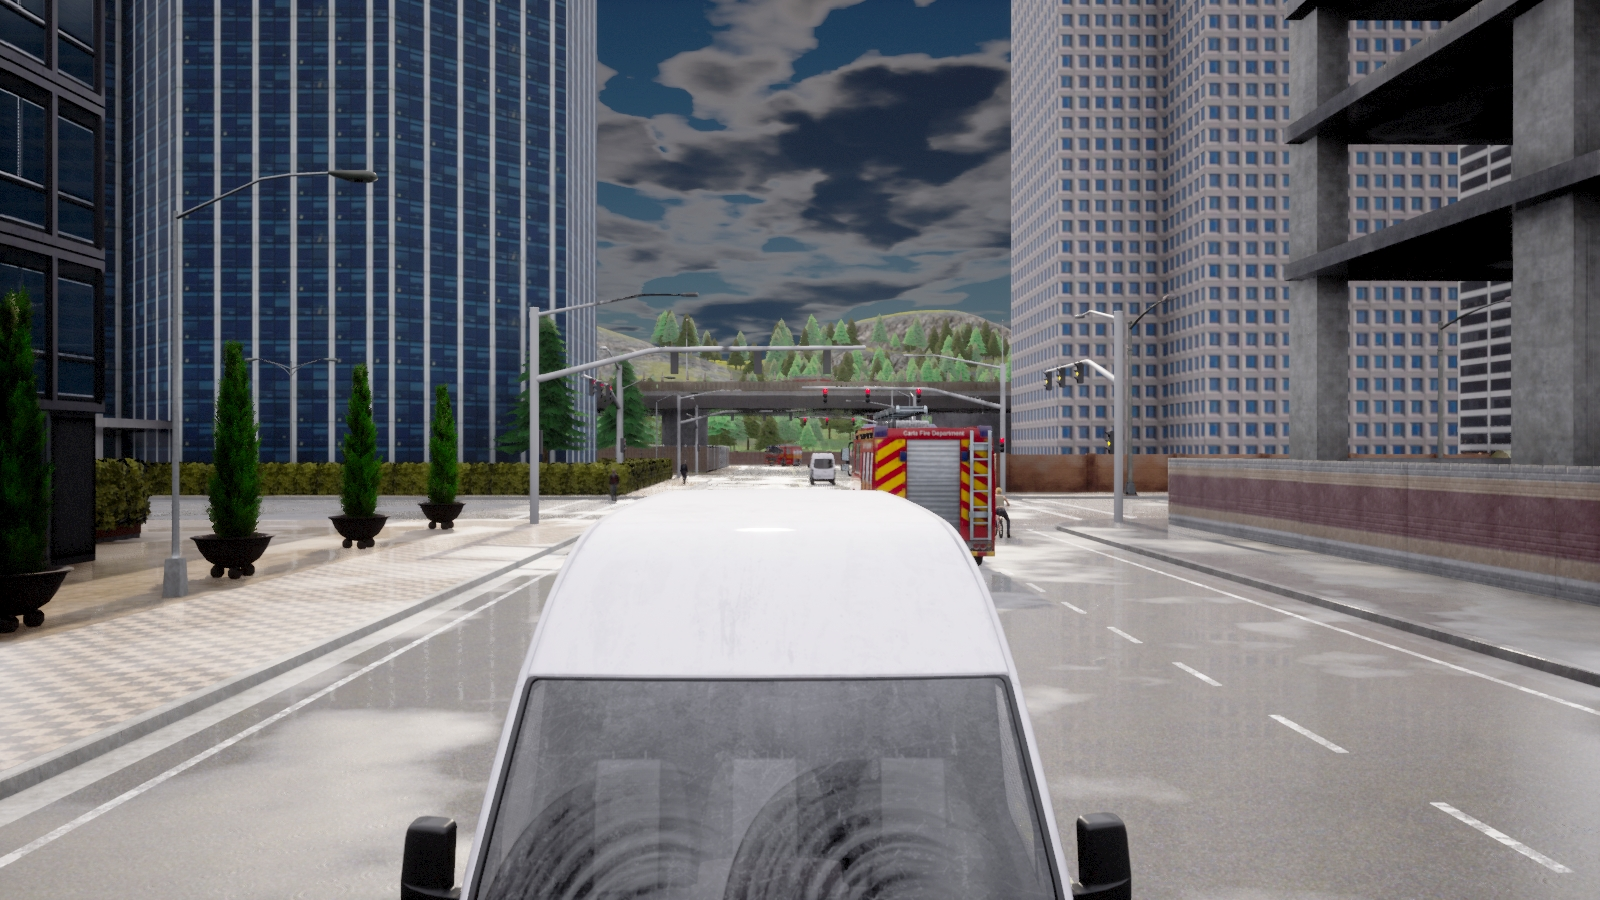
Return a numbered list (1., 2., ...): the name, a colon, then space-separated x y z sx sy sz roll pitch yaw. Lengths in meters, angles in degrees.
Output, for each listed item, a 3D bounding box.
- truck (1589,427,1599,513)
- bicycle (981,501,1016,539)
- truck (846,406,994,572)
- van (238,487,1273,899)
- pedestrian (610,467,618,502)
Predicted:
1. truck: 39.913 0.890 50.220 8.468 3.827 2.891 0 0 0
2. bicycle: 6.346 2.233 36.588 0.859 1.126 1.487 0 0 -1
3. truck: 2.932 0.891 30.480 2.891 3.827 8.468 0 0 -1
4. van: -0.128 1.535 5.152 1.988 2.561 5.915 0 0 -1
5. pedestrian: -9.931 1.849 61.018 0.375 1.860 0.375 0 0 5
